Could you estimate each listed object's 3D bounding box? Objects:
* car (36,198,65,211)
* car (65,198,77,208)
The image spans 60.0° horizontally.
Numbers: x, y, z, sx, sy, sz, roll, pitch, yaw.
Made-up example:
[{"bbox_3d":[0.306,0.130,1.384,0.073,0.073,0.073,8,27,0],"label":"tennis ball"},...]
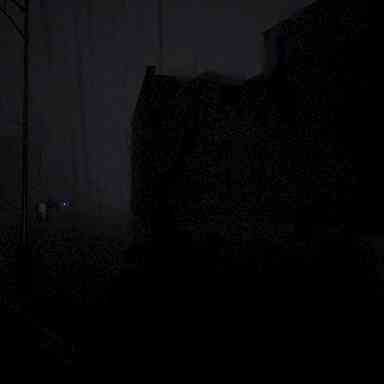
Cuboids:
[{"bbox_3d":[-18.564,1.632,42.966,2.128,1.511,4.902,1,0,-6],"label":"car"},{"bbox_3d":[-19.912,1.722,53.469,1.812,1.442,4.674,1,0,-7],"label":"car"}]
